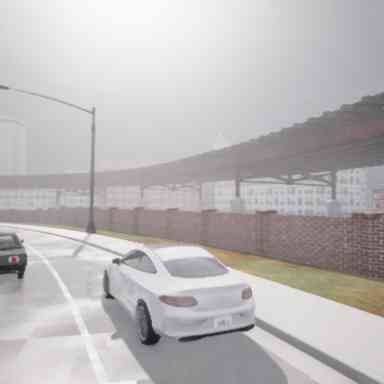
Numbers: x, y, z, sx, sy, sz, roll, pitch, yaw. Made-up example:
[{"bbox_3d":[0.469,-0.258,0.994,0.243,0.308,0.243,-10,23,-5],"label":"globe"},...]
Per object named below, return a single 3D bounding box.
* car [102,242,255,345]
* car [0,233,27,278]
[{"bbox_3d":[-0.561,1.778,6.882,1.812,1.442,4.674,2,-3,-26],"label":"car"},{"bbox_3d":[-6.563,1.981,10.912,1.895,1.301,4.718,2,-3,-29],"label":"car"}]
